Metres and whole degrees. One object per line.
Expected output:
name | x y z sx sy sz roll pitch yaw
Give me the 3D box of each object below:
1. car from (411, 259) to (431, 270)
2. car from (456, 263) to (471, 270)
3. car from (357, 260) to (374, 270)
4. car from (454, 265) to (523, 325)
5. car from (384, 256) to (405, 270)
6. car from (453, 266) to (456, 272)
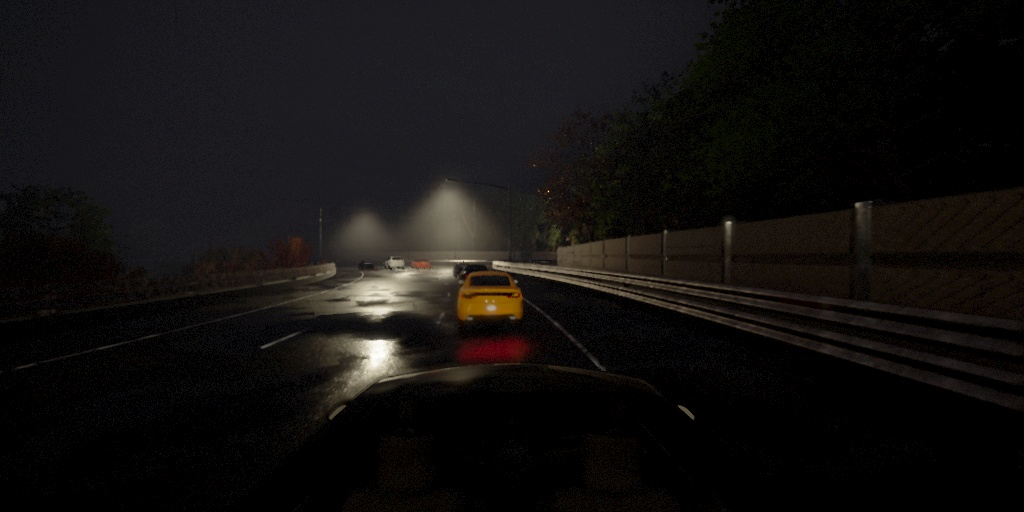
car | -13.935 1.198 54.573 2.097 1.767 4.553 0 0 -28
car | -2.449 1.290 23.354 1.837 1.490 4.892 0 0 -10
car | -22.959 1.357 56.197 2.128 1.511 4.902 0 0 -32
car | -0.776 1.243 12.055 1.882 1.535 5.008 0 0 -5
car | -17.952 1.076 54.719 2.150 2.045 5.566 0 0 -29
car | -4.821 1.352 35.622 2.033 1.411 5.357 0 0 -11
